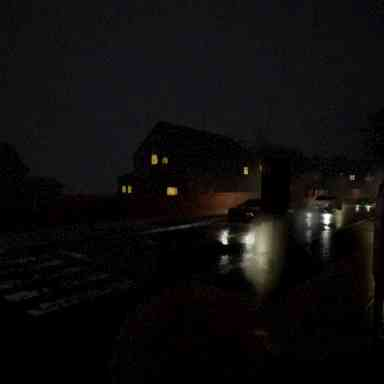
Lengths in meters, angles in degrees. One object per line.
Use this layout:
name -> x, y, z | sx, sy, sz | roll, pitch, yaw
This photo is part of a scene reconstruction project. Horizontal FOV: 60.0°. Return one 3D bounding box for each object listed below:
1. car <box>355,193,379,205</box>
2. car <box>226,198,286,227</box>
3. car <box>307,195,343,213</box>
car -> 22.100, 0.852, 41.736 | 2.033, 1.411, 5.357 | 2, 2, 40
car -> 4.017, 1.130, 20.194 | 1.882, 1.535, 5.008 | 2, 2, 40
car -> 11.952, 0.993, 29.705 | 1.812, 1.442, 4.674 | 2, 3, 40
